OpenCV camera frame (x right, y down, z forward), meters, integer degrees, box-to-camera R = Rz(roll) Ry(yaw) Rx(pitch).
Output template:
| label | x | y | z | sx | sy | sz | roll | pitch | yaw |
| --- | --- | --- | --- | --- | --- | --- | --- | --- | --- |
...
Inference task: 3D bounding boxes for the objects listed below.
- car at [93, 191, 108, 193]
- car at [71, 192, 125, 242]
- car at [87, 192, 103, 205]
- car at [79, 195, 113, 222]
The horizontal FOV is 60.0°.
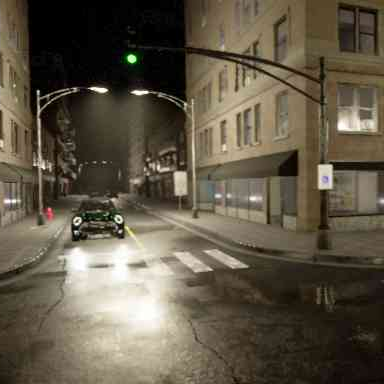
| label | x | y | z | sx | sy | sz | roll | pitch | yaw |
| --- | --- | --- | --- | --- | --- | --- | --- | --- | --- |
| car | -9.516 | 0.932 | 32.899 | 1.837 | 1.490 | 4.892 | -1 | 1 | -16 |
| car | -4.245 | 1.083 | 14.979 | 2.097 | 1.767 | 4.553 | -1 | 1 | -17 |
| car | -12.442 | 0.789 | 42.761 | 1.812 | 1.442 | 4.674 | -1 | 1 | -17 |
| car | -6.866 | 1.072 | 23.810 | 2.128 | 1.511 | 4.902 | -1 | 1 | -16 |
